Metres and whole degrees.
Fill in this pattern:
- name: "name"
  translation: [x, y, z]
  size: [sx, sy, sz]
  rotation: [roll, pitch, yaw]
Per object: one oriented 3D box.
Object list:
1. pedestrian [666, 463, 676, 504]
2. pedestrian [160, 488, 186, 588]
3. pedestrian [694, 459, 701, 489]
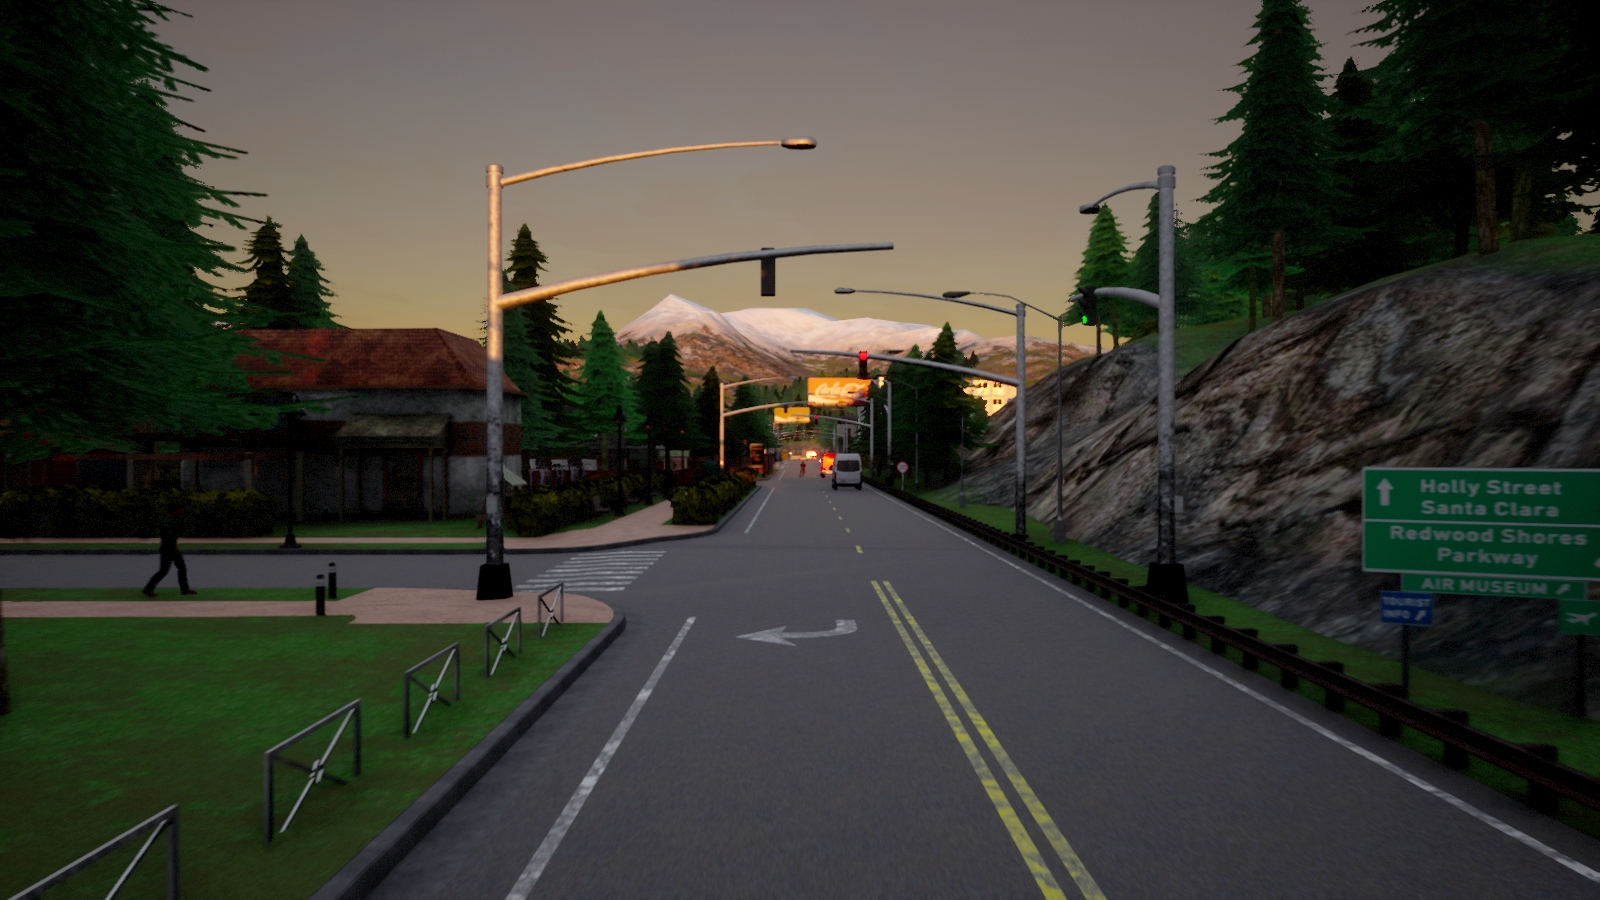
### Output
- name: "pedestrian"
  translation: [-5.790, 1.501, 51.292]
  size: [0.375, 1.860, 0.375]
  rotation: [0, 0, 1]
- name: "pedestrian"
  translation: [-11.957, 1.667, 21.791]
  size: [0.375, 1.860, 0.375]
  rotation: [0, 0, -16]
- name: "pedestrian"
  translation: [-6.435, 1.499, 71.682]
  size: [0.375, 1.860, 0.375]
  rotation: [0, 0, 0]
